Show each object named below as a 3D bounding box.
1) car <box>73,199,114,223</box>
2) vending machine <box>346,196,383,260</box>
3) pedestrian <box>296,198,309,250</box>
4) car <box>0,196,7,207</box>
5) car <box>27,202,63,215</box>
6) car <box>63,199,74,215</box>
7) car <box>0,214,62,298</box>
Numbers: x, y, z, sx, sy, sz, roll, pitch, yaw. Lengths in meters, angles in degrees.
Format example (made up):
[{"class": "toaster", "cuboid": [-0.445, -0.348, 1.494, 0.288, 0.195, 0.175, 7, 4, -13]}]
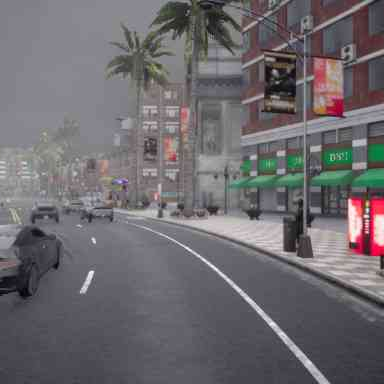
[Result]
[{"class": "car", "cuboid": [-7.487, 1.492, 25.844, 2.128, 1.511, 4.902, 0, 0, -29]}, {"class": "vending machine", "cuboid": [6.073, 1.195, 11.452, 1.100, 2.100, 0.880, 0, 0, -12]}, {"class": "pedestrian", "cuboid": [3.825, 1.141, 11.703, 0.375, 1.860, 0.375, 0, 0, -13]}, {"class": "car", "cuboid": [-20.614, 1.115, 34.831, 1.837, 1.490, 4.892, 0, 0, -29]}, {"class": "car", "cuboid": [-11.437, 1.505, 25.608, 1.837, 1.490, 4.892, 0, 0, -28]}, {"class": "car", "cuboid": [-12.145, 1.492, 34.049, 2.128, 1.511, 4.902, 0, 0, -28]}, {"class": "car", "cuboid": [-4.526, 1.525, 8.225, 1.812, 1.442, 4.674, 0, 0, -11]}]
